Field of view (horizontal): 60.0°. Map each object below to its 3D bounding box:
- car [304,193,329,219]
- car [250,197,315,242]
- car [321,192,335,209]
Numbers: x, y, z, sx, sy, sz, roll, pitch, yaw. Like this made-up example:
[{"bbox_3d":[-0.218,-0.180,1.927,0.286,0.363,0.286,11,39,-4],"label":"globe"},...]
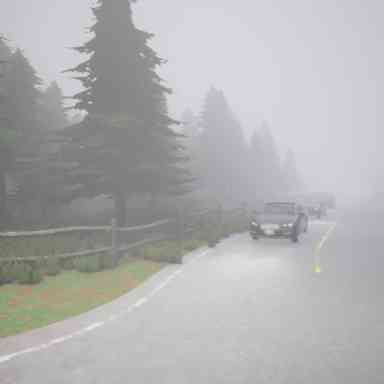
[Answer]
[{"bbox_3d":[8.357,1.033,23.679,1.812,1.442,4.674,0,1,27],"label":"car"},{"bbox_3d":[3.930,1.191,14.665,2.128,1.511,4.902,0,1,25],"label":"car"},{"bbox_3d":[13.074,0.784,33.049,1.882,1.535,5.008,0,1,27],"label":"car"}]
